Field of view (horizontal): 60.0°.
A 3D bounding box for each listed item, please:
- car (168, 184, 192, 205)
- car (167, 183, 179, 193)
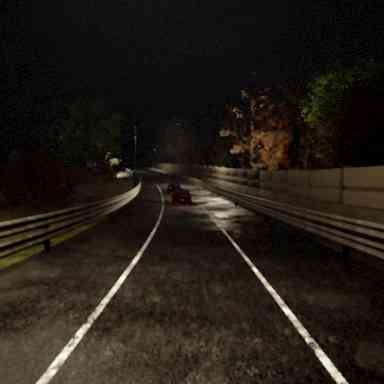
[{"bbox_3d":[-1.090,0.408,32.869,1.882,1.535,5.008,0,4,-5],"label":"car"},{"bbox_3d":[-2.484,-0.577,46.338,1.812,1.442,4.674,0,5,-7],"label":"car"}]
